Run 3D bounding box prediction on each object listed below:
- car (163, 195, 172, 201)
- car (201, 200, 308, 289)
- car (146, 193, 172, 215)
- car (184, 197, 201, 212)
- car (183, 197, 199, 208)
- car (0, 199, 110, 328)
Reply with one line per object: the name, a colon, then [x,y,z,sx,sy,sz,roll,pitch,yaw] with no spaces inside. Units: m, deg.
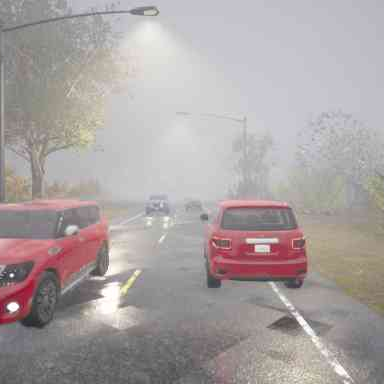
car: [-5.853,1.347,79.599,1.994,1.385,4.181,0,0,-5]
car: [1.455,1.217,9.325,2.150,2.045,5.566,0,0,1]
car: [-3.301,1.173,33.234,2.150,2.045,5.566,0,0,-1]
car: [0.172,1.441,38.591,1.837,1.490,4.892,0,0,-2]
car: [-0.213,1.456,48.945,2.033,1.411,5.357,0,0,-2]
car: [-3.431,1.218,7.337,2.150,2.045,5.566,0,0,1]
